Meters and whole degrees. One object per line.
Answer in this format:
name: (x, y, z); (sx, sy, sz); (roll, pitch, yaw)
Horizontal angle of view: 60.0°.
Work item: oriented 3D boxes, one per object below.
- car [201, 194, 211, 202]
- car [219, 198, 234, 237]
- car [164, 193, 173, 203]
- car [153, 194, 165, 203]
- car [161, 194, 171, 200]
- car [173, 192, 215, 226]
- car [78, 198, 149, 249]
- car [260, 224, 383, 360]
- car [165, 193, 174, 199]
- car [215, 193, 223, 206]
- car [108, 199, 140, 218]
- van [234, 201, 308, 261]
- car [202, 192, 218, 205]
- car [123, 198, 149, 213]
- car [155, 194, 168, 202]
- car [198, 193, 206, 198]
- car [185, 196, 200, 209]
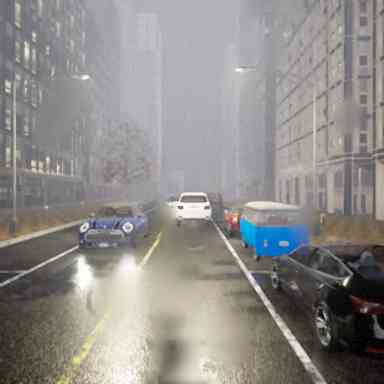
car: (2.668, 1.086, 62.994); (1.752, 1.417, 4.829); (0, 0, 0)
car: (2.686, 1.327, 17.288); (1.967, 1.590, 4.097); (0, 0, 0)
car: (-3.086, 1.178, 55.734); (1.994, 1.385, 4.181); (0, 1, 0)
car: (-5.710, 1.156, 57.141); (2.008, 1.369, 4.403); (0, 0, 0)
car: (-5.717, 1.057, 74.217); (1.802, 1.307, 4.206); (0, 0, 0)
car: (0.090, 1.074, 22.302); (2.150, 2.045, 5.566); (0, 0, 0)
car: (-3.107, 1.261, 13.939); (2.097, 1.767, 4.553); (0, 0, 0)
car: (2.690, 1.528, 5.904); (1.947, 1.339, 4.313); (0, 0, 0)
car: (-5.722, 0.936, 85.602); (2.008, 1.369, 4.403); (0, 0, 0)
car: (2.678, 1.044, 40.055); (2.192, 1.841, 5.009); (0, 0, 0)
car: (-5.700, 1.336, 28.509); (1.752, 1.417, 4.829); (0, 0, 0)
van: (2.688, 1.266, 11.596); (1.690, 1.788, 3.998); (0, 0, 0)
car: (2.673, 0.962, 51.439); (2.192, 1.841, 5.009); (0, 0, 0)
car: (-5.702, 1.320, 34.373); (2.008, 1.369, 4.403); (0, 0, 0)
car: (-5.713, 1.128, 62.834); (1.947, 1.339, 4.313); (0, 0, 0)
car: (2.657, 0.907, 91.285); (1.947, 1.339, 4.313); (0, 0, 0)
car: (0.081, 1.244, 41.484); (1.812, 1.442, 4.674); (0, 0, 0)
